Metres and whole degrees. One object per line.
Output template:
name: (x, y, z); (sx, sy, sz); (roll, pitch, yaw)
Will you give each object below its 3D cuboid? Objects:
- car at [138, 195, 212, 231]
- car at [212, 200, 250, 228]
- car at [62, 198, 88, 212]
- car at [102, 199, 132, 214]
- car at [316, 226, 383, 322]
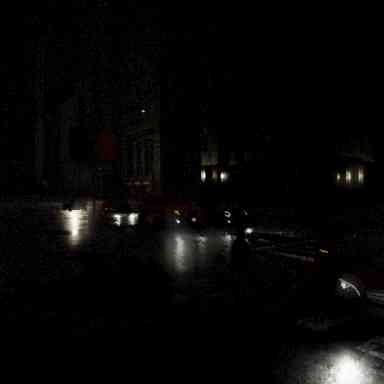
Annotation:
car: (-1.481, 1.219, 21.176); (2.150, 2.045, 5.566); (0, 0, -35)
car: (1.719, 1.346, 22.299); (2.097, 1.767, 4.553); (0, 0, -35)
car: (-13.479, 1.500, 38.172); (1.837, 1.490, 4.892); (0, 0, -35)
car: (-8.219, 1.467, 36.346); (1.882, 1.535, 5.008); (0, 0, -35)
car: (3.770, 1.530, 7.188); (1.812, 1.442, 4.674); (1, 0, 16)
